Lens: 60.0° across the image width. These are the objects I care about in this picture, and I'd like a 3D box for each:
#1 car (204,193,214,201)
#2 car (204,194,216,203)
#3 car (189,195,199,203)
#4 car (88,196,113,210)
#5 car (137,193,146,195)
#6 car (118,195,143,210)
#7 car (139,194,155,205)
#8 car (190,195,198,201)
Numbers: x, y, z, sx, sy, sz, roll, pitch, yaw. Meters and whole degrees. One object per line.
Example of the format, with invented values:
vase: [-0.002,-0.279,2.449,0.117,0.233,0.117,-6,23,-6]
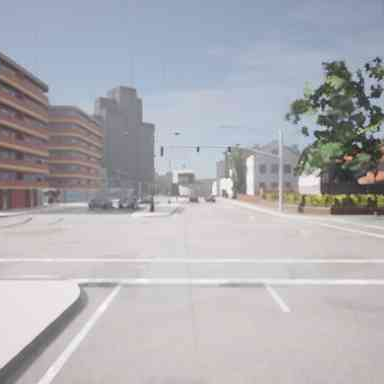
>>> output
car: [3.919,1.226,78.214,2.097,1.767,4.553,0,0,0]
car: [3.865,1.513,68.274,1.895,1.301,4.718,0,0,0]
car: [0.363,1.393,67.846,1.882,1.535,5.008,0,0,0]
car: [-11.362,1.301,41.554,2.097,1.767,4.553,0,0,1]
car: [-11.110,1.011,72.941,2.150,2.045,5.566,0,0,0]
car: [-7.864,1.439,41.597,2.128,1.511,4.902,0,0,0]
car: [-7.730,1.491,58.155,1.994,1.385,4.181,0,0,1]
car: [0.419,1.466,78.293,1.895,1.301,4.718,0,0,0]
